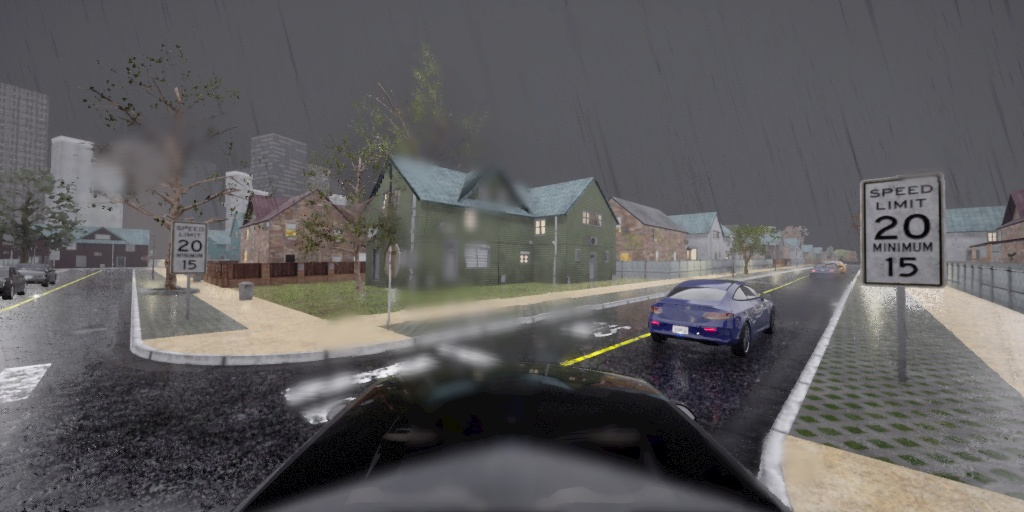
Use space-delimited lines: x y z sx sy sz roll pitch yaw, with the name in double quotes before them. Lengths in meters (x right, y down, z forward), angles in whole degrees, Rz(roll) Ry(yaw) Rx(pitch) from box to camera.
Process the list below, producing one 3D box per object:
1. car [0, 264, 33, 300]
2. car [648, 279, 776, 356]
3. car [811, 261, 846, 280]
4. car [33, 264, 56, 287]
"car" -24.616 1.239 16.814 4.892 1.490 1.837 0 -2 43
"car" 4.905 1.273 8.637 1.812 1.442 4.674 -1 0 45
"car" 27.675 1.304 31.559 5.357 1.411 2.033 0 0 -45
"car" -31.946 1.259 23.773 4.902 1.511 2.128 0 -2 43
